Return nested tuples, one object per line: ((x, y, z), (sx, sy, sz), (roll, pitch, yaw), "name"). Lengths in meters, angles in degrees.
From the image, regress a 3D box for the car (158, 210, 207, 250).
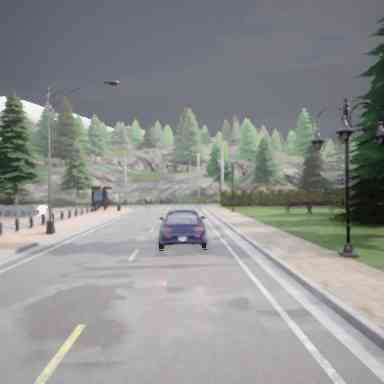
((-0.395, 1.455, 13.888), (1.812, 1.442, 4.674), (-1, 0, -2), "car")
